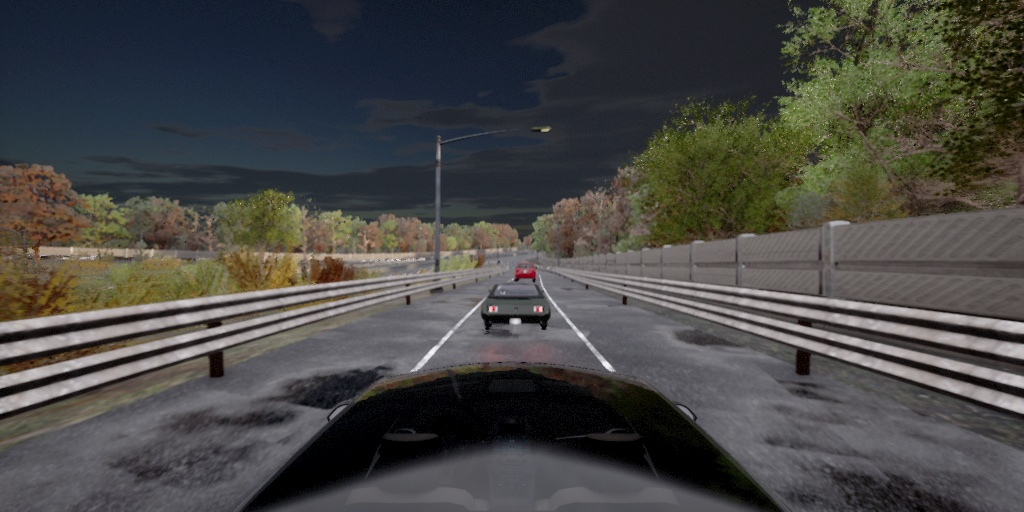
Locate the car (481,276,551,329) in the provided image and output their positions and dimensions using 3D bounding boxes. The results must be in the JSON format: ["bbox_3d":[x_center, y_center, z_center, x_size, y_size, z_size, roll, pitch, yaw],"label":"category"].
[{"bbox_3d":[0.148,1.497,11.762,1.895,1.301,4.718,0,-1,1],"label":"car"}]

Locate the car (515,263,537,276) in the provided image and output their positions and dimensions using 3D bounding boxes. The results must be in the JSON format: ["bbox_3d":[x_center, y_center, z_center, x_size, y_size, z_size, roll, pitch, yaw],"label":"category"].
[{"bbox_3d":[1.504,1.746,38.368,2.150,2.045,5.566,0,-1,4],"label":"car"}]
